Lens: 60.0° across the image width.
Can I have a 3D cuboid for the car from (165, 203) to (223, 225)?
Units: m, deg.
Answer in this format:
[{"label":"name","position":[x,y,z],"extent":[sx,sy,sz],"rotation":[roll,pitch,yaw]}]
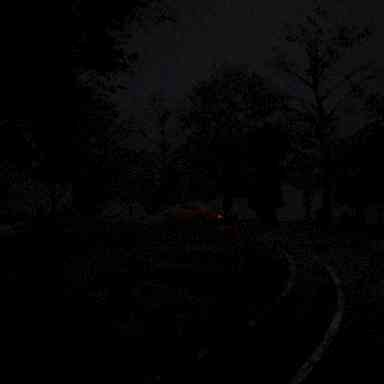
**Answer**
[{"label":"car","position":[0.061,1.625,25.846],"extent":[5.008,1.535,1.882],"rotation":[0,-1,38]}]
